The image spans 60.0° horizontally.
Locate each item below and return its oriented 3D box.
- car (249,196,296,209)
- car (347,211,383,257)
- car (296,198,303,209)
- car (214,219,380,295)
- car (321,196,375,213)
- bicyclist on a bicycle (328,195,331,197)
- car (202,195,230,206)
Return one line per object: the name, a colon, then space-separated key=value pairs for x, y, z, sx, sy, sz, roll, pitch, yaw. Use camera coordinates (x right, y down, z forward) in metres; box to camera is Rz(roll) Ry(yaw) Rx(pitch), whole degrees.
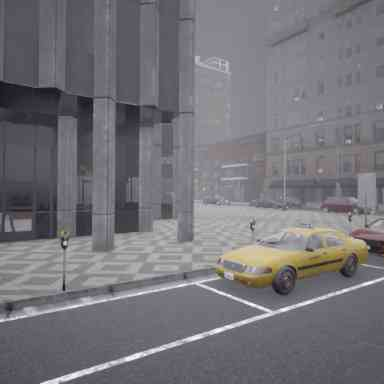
car: x=9.062 y=1.307 z=38.965 sx=2.033 sy=1.411 sz=5.357 roll=1 pitch=0 yaw=-35
car: x=7.498 y=1.547 z=12.095 sx=4.507 sy=1.381 sz=1.887 roll=0 pitch=1 yaw=-35
car: x=11.408 y=1.280 z=41.178 sx=2.128 sy=1.511 sz=4.902 roll=1 pitch=0 yaw=-35
car: x=2.779 y=1.527 z=8.732 sx=4.829 sy=1.417 sz=1.752 roll=0 pitch=1 yaw=-35
car: x=14.569 y=1.198 z=31.145 sx=2.097 sy=1.767 sz=4.553 roll=1 pitch=0 yaw=-35
bicyclist on a bicycle: x=16.339 y=1.159 z=39.468 sx=1.656 sy=1.620 sz=0.582 roll=0 pitch=0 yaw=-35
car: x=3.393 y=1.161 z=47.036 sx=2.128 sy=1.511 sz=4.902 roll=1 pitch=0 yaw=-35
